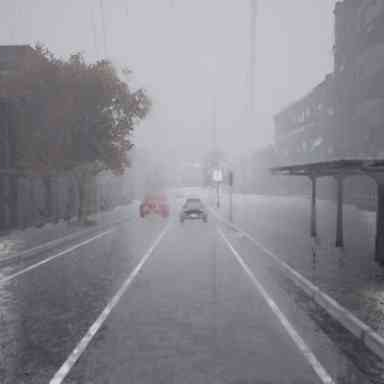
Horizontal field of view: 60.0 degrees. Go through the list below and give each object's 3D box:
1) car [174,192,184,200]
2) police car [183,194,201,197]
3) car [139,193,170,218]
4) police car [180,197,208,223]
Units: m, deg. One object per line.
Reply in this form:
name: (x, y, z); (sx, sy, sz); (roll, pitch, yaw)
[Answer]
car: (-2.685, 0.816, 71.200); (1.837, 1.490, 4.892); (0, 1, 0)
police car: (0.208, 1.131, 43.631); (1.930, 1.638, 5.238); (0, 1, 0)
car: (-3.134, 1.109, 28.922); (2.150, 2.045, 5.566); (0, 1, 1)
police car: (0.131, 1.425, 25.158); (2.038, 1.542, 4.974); (0, 0, 0)
